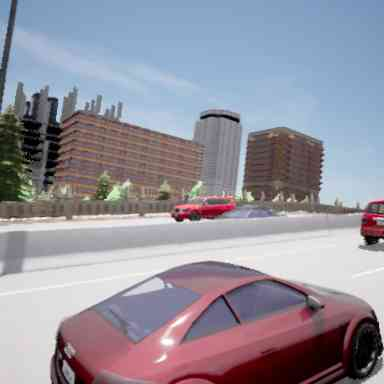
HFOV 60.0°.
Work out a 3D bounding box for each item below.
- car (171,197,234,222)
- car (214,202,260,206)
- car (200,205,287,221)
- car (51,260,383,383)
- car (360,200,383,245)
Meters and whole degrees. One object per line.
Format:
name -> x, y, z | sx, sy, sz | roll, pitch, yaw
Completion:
car -> 1.076, 1.376, 26.251 | 5.566, 2.045, 2.150 | 1, -1, -35
car -> 4.302, 1.672, 24.252 | 4.892, 1.490, 1.837 | 1, 0, -35
car -> 3.345, 1.679, 19.273 | 5.357, 1.411, 2.033 | 1, 0, -35
car -> 0.537, 1.590, 4.129 | 4.181, 1.385, 1.994 | 1, 0, -35
car -> 9.860, 1.381, 15.077 | 5.566, 2.045, 2.150 | 1, 0, -35
